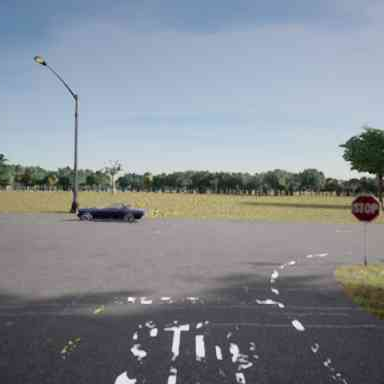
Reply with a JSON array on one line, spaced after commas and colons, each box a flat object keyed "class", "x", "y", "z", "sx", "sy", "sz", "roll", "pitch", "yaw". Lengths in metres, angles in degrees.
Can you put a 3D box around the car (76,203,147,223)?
[{"class": "car", "x": -5.615, "y": 1.412, "z": 23.524, "sx": 4.718, "sy": 1.301, "sz": 1.895, "roll": 1, "pitch": 1, "yaw": 0}]
